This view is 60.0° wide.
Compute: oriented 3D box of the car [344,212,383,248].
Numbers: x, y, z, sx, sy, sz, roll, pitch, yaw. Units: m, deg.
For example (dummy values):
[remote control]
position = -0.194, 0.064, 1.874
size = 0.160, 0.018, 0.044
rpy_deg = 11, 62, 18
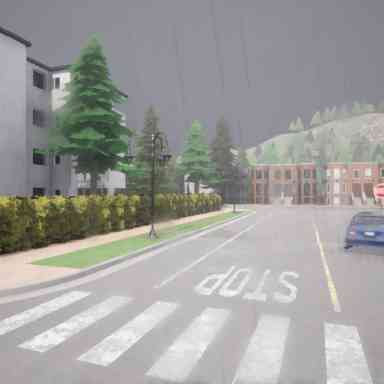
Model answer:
[car]
position = 7.604, 1.538, 14.009
size = 2.033, 1.411, 5.357
rpy_deg = 0, 0, 31
